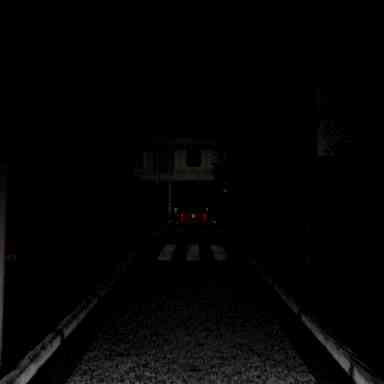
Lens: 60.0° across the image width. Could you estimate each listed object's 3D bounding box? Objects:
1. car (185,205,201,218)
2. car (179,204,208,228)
[{"bbox_3d":[0.099,2.426,42.954,1.882,1.535,5.008,0,-2,0],"label":"car"},{"bbox_3d":[0.100,1.759,25.501,2.097,1.767,4.553,0,-1,0],"label":"car"}]
